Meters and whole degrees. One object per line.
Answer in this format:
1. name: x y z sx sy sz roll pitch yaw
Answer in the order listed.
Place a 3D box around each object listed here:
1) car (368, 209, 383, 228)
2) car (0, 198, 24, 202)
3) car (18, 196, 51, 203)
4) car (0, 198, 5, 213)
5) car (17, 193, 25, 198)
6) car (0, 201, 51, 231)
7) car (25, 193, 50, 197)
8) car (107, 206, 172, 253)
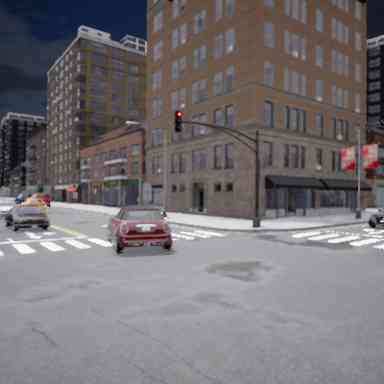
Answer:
1. car: 13.107 1.580 21.267 4.181 1.385 1.994 0 0 -36
2. car: -16.203 1.494 28.727 1.812 1.442 4.674 1 0 -36
3. car: -17.003 1.474 35.668 1.882 1.535 5.008 1 0 -36
4. car: -22.127 1.429 36.858 1.882 1.535 5.008 1 0 -36
5. car: -28.369 1.209 56.609 2.150 2.045 5.566 1 0 -36
6. car: -10.314 1.533 20.662 2.033 1.411 5.357 1 0 -36
7. car: -21.966 1.231 47.983 2.150 2.045 5.566 1 0 -36
8. car: -2.374 1.383 14.213 2.097 1.767 4.553 0 0 -19
